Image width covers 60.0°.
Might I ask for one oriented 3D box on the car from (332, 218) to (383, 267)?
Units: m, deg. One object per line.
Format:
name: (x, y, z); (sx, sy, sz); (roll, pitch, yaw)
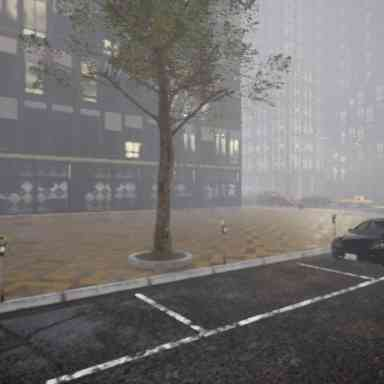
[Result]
car: (6.536, 1.568, 11.225); (4.313, 1.339, 1.947); (0, 0, -36)

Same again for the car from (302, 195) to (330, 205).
car: (16.847, 1.076, 45.340); (1.947, 1.339, 4.313); (1, 0, -36)

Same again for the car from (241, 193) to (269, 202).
car: (10.217, 0.866, 54.415); (1.947, 1.339, 4.313); (1, 0, -36)

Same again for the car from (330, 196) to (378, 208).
car: (20.131, 1.137, 40.993); (1.752, 1.417, 4.829); (1, 0, -36)

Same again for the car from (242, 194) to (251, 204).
car: (6.771, 0.995, 44.927); (1.947, 1.339, 4.313); (1, 0, -36)

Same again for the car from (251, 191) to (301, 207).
car: (10.091, 0.849, 40.388); (2.192, 1.841, 5.009); (1, 0, -36)

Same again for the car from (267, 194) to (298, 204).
car: (13.532, 0.987, 49.877); (1.802, 1.307, 4.206); (1, 0, -36)
